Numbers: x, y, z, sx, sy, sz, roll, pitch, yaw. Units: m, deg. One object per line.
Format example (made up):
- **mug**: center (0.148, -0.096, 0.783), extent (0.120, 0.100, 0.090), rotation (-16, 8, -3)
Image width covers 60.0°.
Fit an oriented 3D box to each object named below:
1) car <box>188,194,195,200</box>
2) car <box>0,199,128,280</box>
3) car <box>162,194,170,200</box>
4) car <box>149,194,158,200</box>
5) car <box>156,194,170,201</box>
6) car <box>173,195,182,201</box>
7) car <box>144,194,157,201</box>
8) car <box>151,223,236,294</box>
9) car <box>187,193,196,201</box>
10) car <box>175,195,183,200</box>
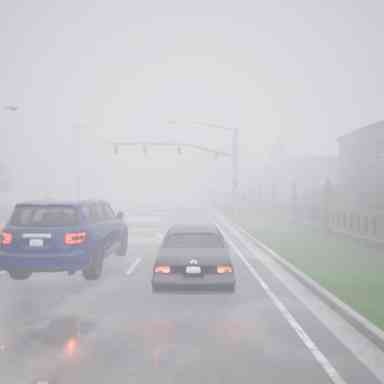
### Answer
- **car**: center (-0.153, 1.375, 92.961), extent (1.994, 1.385, 4.181), rotation (0, 0, 0)
- **car**: center (-3.450, 1.220, 10.081), extent (2.150, 2.045, 5.566), rotation (0, 0, 0)
- **car**: center (-7.153, 1.375, 92.950), extent (1.994, 1.385, 4.181), rotation (0, 0, 0)
- **car**: center (-10.653, 1.301, 92.944), extent (1.882, 1.535, 5.008), rotation (0, 0, 0)
- **car**: center (-7.137, 1.579, 82.976), extent (1.895, 1.301, 4.718), rotation (0, 0, 0)
- **car**: center (-3.636, 1.461, 82.536), extent (1.882, 1.535, 5.008), rotation (0, 0, 0)
- **car**: center (-10.637, 1.508, 82.941), extent (1.812, 1.442, 4.674), rotation (0, 0, 0)
- **car**: center (0.043, 1.547, 8.925), extent (2.033, 1.411, 5.357), rotation (0, 0, 0)
- **car**: center (-0.136, 1.208, 82.571), extent (2.150, 2.045, 5.566), rotation (0, 0, 0)
- **car**: center (-3.653, 1.418, 92.985), extent (1.895, 1.301, 4.718), rotation (0, 0, 0)
